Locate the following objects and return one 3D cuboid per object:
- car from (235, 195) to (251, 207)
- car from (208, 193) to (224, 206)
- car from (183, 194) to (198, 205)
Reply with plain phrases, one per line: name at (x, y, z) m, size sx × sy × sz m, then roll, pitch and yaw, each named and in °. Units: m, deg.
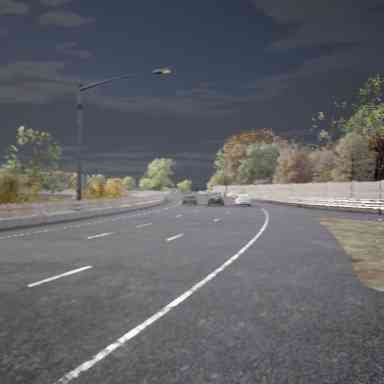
car at (6.711, 1.107, 43.711) m, size 1.812 × 1.442 × 4.674 m, roll 1°, pitch 1°, yaw 5°
car at (3.227, 0.897, 44.461) m, size 2.097 × 1.767 × 4.553 m, roll 1°, pitch 1°, yaw 4°
car at (-0.167, 0.995, 45.826) m, size 2.128 × 1.511 × 4.902 m, roll 0°, pitch 1°, yaw 3°
